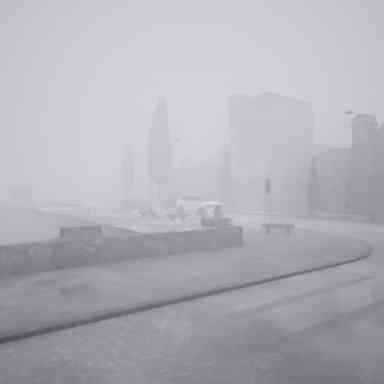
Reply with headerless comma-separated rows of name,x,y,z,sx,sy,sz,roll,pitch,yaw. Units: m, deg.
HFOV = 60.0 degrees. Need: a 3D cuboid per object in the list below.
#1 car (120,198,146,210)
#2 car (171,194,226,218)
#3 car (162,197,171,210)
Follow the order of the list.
car,-7.552,1.499,42.084,1.837,1.490,4.892,0,2,-35
car,0.686,1.221,30.516,2.150,2.045,5.566,0,0,-35
car,-1.483,1.221,40.793,2.150,2.045,5.566,0,0,-36
